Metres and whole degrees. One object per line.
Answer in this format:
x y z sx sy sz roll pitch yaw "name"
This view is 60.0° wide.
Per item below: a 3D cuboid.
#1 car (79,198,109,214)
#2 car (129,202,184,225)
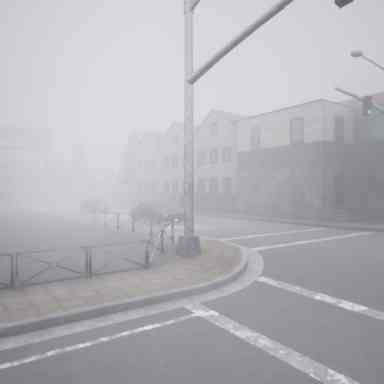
-9.840 1.310 33.279 2.128 1.511 4.902 0 0 -35 "car"
-2.507 1.365 22.909 2.033 1.411 5.357 0 0 -35 "car"
